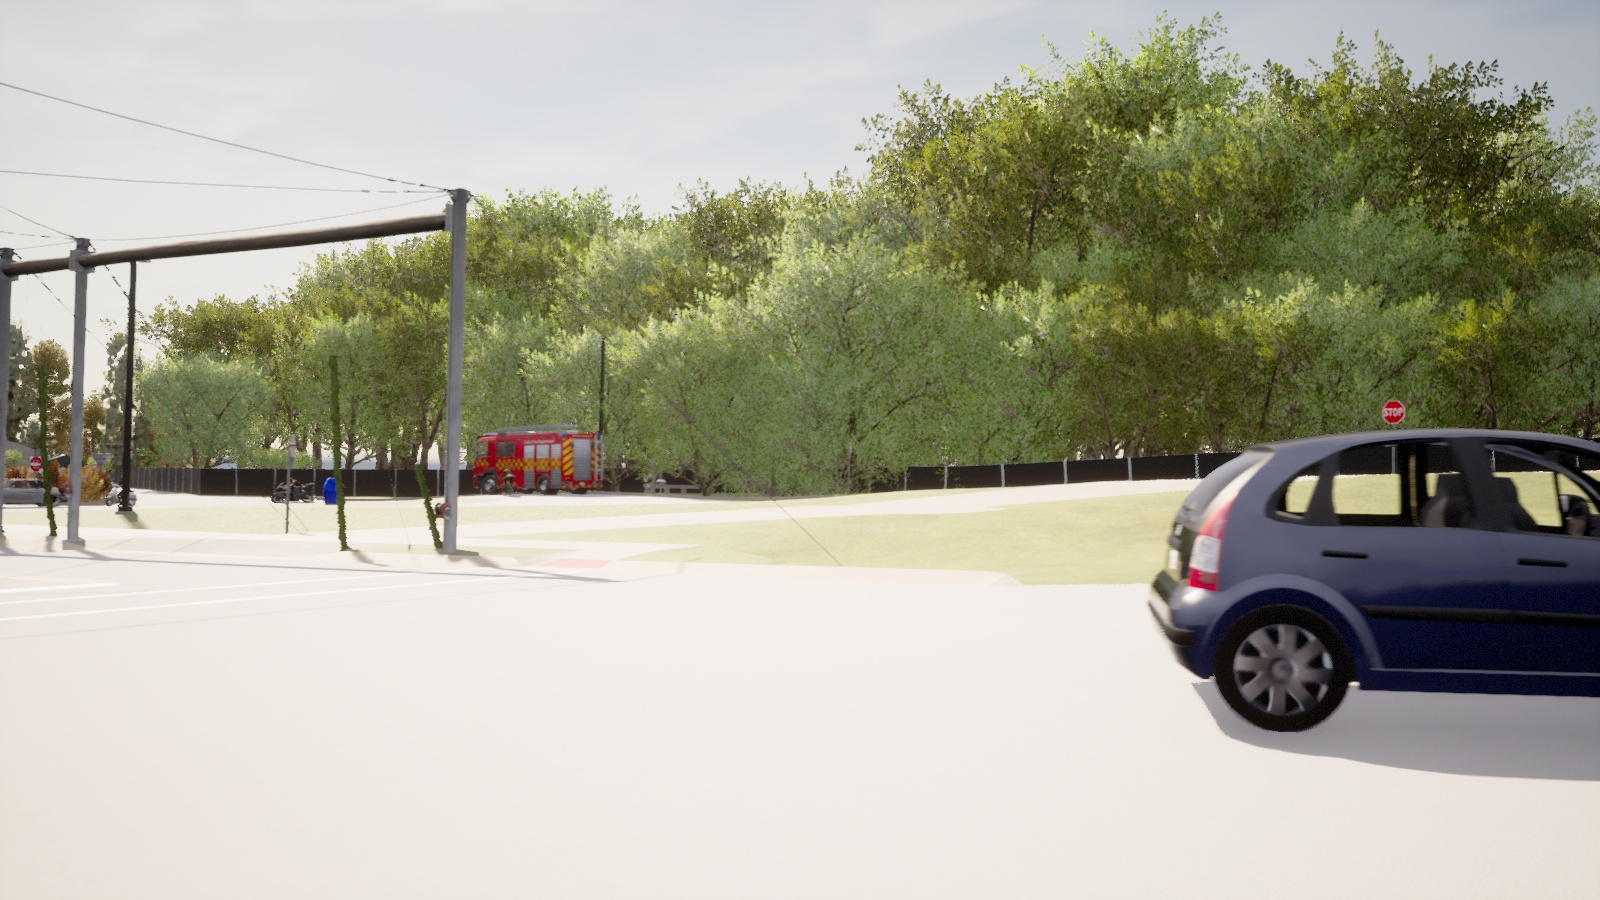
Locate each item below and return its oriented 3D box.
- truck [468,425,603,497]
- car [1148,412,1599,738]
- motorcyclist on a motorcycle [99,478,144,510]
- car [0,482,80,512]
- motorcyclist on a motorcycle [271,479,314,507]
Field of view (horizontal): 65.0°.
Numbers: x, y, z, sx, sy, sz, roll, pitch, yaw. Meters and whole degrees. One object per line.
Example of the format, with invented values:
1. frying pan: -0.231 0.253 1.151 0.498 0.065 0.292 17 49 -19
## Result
1. truck: -14.983 0.678 70.786 8.468 3.827 2.891 -2 -1 41
2. car: 4.134 0.619 7.154 3.988 1.617 1.851 -1 0 11
3. motorcyclist on a motorcycle: -34.663 2.238 64.193 0.866 1.590 1.817 0 -2 24
4. car: -35.189 2.083 56.252 1.895 1.301 4.718 0 -2 45
5. motorcyclist on a motorcycle: -28.807 2.450 71.272 2.191 1.530 0.866 0 -1 -26
